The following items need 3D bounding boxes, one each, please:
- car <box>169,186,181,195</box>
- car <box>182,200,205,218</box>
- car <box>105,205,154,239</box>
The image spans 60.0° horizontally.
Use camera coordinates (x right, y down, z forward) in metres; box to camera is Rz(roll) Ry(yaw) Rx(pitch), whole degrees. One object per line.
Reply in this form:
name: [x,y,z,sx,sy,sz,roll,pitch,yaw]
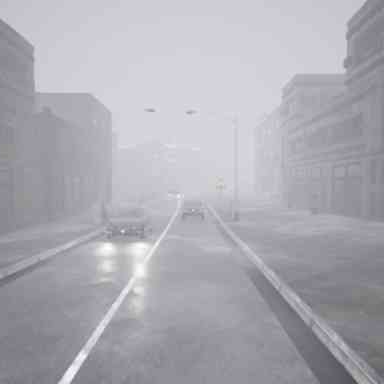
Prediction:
car: [-3.006,-0.361,58.201,1.812,1.442,4.674,0,4,1]
car: [0.096,1.372,28.339,2.033,1.411,5.357,0,2,0]
car: [-3.102,1.494,17.285,1.837,1.490,4.892,0,1,0]
